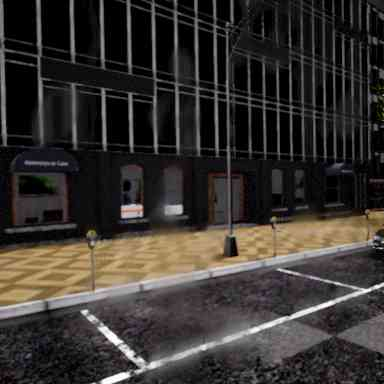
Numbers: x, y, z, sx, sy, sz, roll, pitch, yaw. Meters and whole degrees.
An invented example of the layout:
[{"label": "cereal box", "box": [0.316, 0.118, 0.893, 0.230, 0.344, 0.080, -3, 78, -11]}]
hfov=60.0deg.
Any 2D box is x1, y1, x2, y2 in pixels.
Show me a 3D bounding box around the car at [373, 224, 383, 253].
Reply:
[{"label": "car", "box": [8.205, 1.457, 11.966, 4.403, 1.369, 2.008, 0, -1, -35]}]
